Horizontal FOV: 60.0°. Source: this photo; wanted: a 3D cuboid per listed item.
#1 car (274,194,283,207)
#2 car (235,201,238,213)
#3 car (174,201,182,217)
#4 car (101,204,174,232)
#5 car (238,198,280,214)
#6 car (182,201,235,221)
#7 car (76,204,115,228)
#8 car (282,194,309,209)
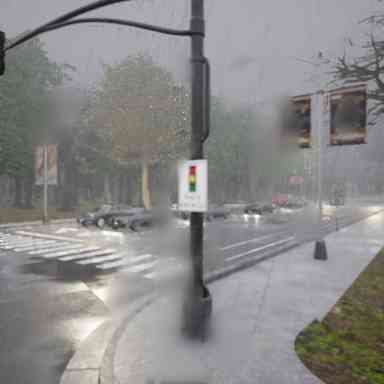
[{"bbox_3d":[14.123,1.390,51.570,2.150,2.045,5.566,0,0,35],"label":"car"},{"bbox_3d":[5.350,1.718,39.394,1.895,1.301,4.718,0,0,35],"label":"car"},{"bbox_3d":[-0.523,1.474,31.145,2.097,1.767,4.553,0,0,36],"label":"car"},{"bbox_3d":[-3.404,1.688,21.487,1.994,1.385,4.181,0,0,35],"label":"car"},{"bbox_3d":[7.552,1.662,36.893,2.033,1.411,5.357,0,0,35],"label":"car"},{"bbox_3d":[1.478,1.684,28.316,1.994,1.385,4.181,0,0,37],"label":"car"},{"bbox_3d":[-5.859,1.632,23.643,1.837,1.490,4.892,0,0,35],"label":"car"},{"bbox_3d":[15.087,1.458,47.373,2.097,1.767,4.553,0,0,36],"label":"car"}]
